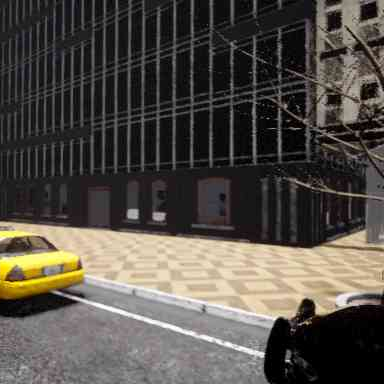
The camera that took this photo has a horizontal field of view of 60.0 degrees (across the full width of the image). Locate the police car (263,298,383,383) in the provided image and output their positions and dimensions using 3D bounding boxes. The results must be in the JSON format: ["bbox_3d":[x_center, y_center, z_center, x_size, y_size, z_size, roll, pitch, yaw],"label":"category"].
[{"bbox_3d":[3.123,1.474,2.406,5.238,1.638,1.930,-1,-1,37],"label":"police car"}]

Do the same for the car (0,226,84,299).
[{"bbox_3d":[-4.940,1.639,8.455,5.366,1.575,1.801,-1,-1,37],"label":"car"}]
